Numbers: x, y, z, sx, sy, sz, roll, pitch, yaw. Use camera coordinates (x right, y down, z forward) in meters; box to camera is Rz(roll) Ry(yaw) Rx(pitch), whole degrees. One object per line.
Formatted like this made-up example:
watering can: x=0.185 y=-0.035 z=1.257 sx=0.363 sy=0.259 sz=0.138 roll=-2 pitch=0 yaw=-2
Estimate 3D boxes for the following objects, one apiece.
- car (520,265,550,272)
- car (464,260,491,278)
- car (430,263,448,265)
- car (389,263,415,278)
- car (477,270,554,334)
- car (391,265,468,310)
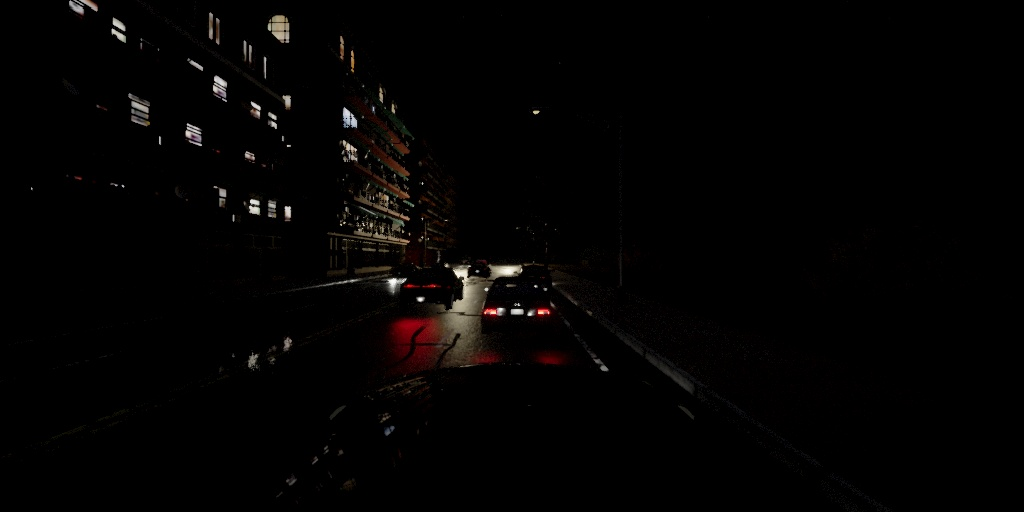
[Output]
car: x=1.171 y=1.257 z=20.250 sx=1.837 sy=1.490 sz=4.892 roll=0 pitch=0 yaw=0
car: x=-3.088 y=1.317 z=34.117 sx=1.994 sy=1.385 sz=4.181 roll=0 pitch=0 yaw=0
car: x=-6.542 y=1.299 z=32.029 sx=2.033 sy=1.411 sz=5.357 roll=0 pitch=0 yaw=0
car: x=-9.792 y=1.316 z=33.166 sx=1.994 sy=1.385 sz=4.181 roll=0 pitch=0 yaw=0
car: x=0.118 y=1.299 z=10.561 sx=2.033 sy=1.411 sz=5.357 roll=0 pitch=0 yaw=0
car: x=-3.126 y=1.254 z=14.703 sx=1.837 sy=1.490 sz=4.892 roll=0 pitch=-1 yaw=0
